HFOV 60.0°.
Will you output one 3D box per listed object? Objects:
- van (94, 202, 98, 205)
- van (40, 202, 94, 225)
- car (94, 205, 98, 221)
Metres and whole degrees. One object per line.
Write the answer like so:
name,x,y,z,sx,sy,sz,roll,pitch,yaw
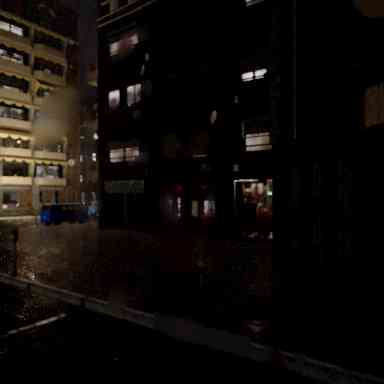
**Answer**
van,-11.188,2.094,41.821,1.690,1.788,3.998,-2,-2,35
van,-10.612,1.846,27.901,1.690,1.788,3.998,-2,-2,35
car,-7.546,2.178,32.513,1.947,1.339,4.313,-2,-2,35
